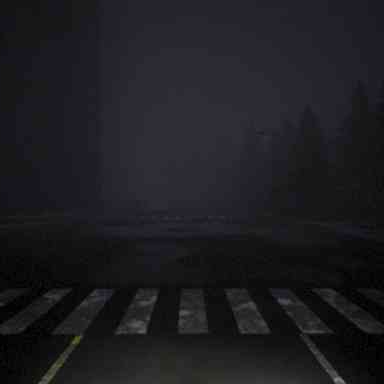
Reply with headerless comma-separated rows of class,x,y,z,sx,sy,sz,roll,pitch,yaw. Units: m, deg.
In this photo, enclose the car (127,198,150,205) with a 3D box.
car,-9.837,1.716,60.704,1.895,1.301,4.718,0,0,-45
